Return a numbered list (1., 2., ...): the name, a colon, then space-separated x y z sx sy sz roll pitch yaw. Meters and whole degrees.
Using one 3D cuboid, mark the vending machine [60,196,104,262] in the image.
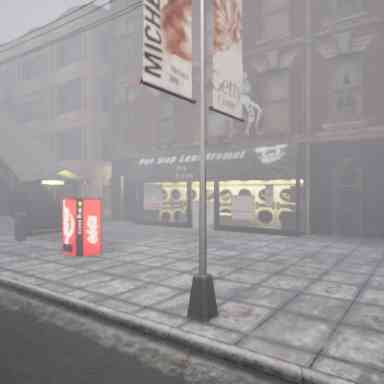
1. vending machine: -3.740 1.192 11.324 0.880 2.100 1.100 0 0 36
